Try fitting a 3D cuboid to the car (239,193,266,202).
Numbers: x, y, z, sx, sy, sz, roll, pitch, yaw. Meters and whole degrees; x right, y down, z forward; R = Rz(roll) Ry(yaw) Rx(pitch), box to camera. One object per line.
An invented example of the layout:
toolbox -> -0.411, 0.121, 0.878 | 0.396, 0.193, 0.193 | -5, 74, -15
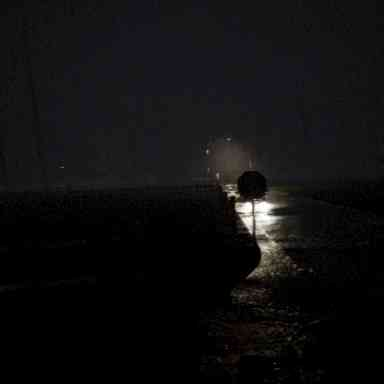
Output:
car -> 5.078, -0.043, 28.459 | 2.128, 1.511, 4.902 | -3, 3, 4
